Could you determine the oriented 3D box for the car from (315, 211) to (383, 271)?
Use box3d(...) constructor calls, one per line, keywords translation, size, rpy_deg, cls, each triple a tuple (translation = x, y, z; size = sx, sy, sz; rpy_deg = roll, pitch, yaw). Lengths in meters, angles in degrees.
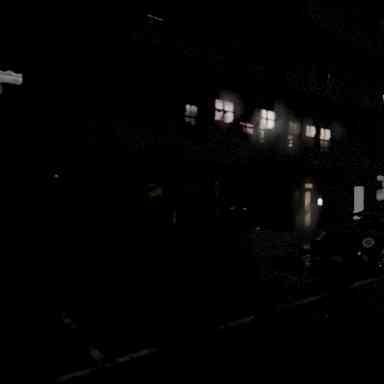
box3d(translation=(5.769, 1.365, 10.661), size=(4.097, 1.590, 1.967), rpy_deg=(0, 1, -36), cls="car")
